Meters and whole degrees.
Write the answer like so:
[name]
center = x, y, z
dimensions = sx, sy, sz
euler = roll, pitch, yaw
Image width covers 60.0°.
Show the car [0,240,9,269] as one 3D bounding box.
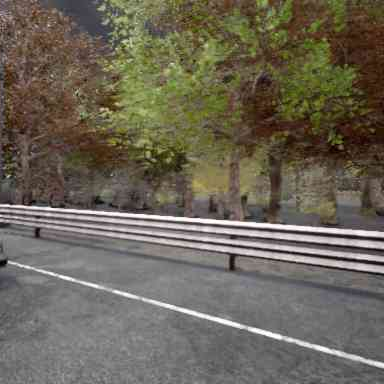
[car]
center = -7.005, 1.406, 8.928
dimensions = 5.357, 1.411, 2.033
euler = 1, 1, 36
